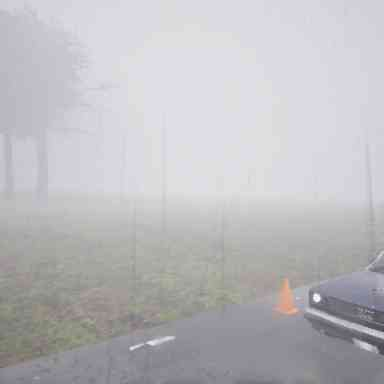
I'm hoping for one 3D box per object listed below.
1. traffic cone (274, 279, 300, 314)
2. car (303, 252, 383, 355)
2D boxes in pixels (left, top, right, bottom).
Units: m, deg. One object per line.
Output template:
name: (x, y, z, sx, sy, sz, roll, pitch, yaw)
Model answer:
traffic cone: (1.791, 1.941, 6.285, 0.340, 0.580, 0.340, 0, 0, -36)
car: (3.931, 1.581, 5.386, 4.718, 1.301, 1.895, 0, 0, -36)
